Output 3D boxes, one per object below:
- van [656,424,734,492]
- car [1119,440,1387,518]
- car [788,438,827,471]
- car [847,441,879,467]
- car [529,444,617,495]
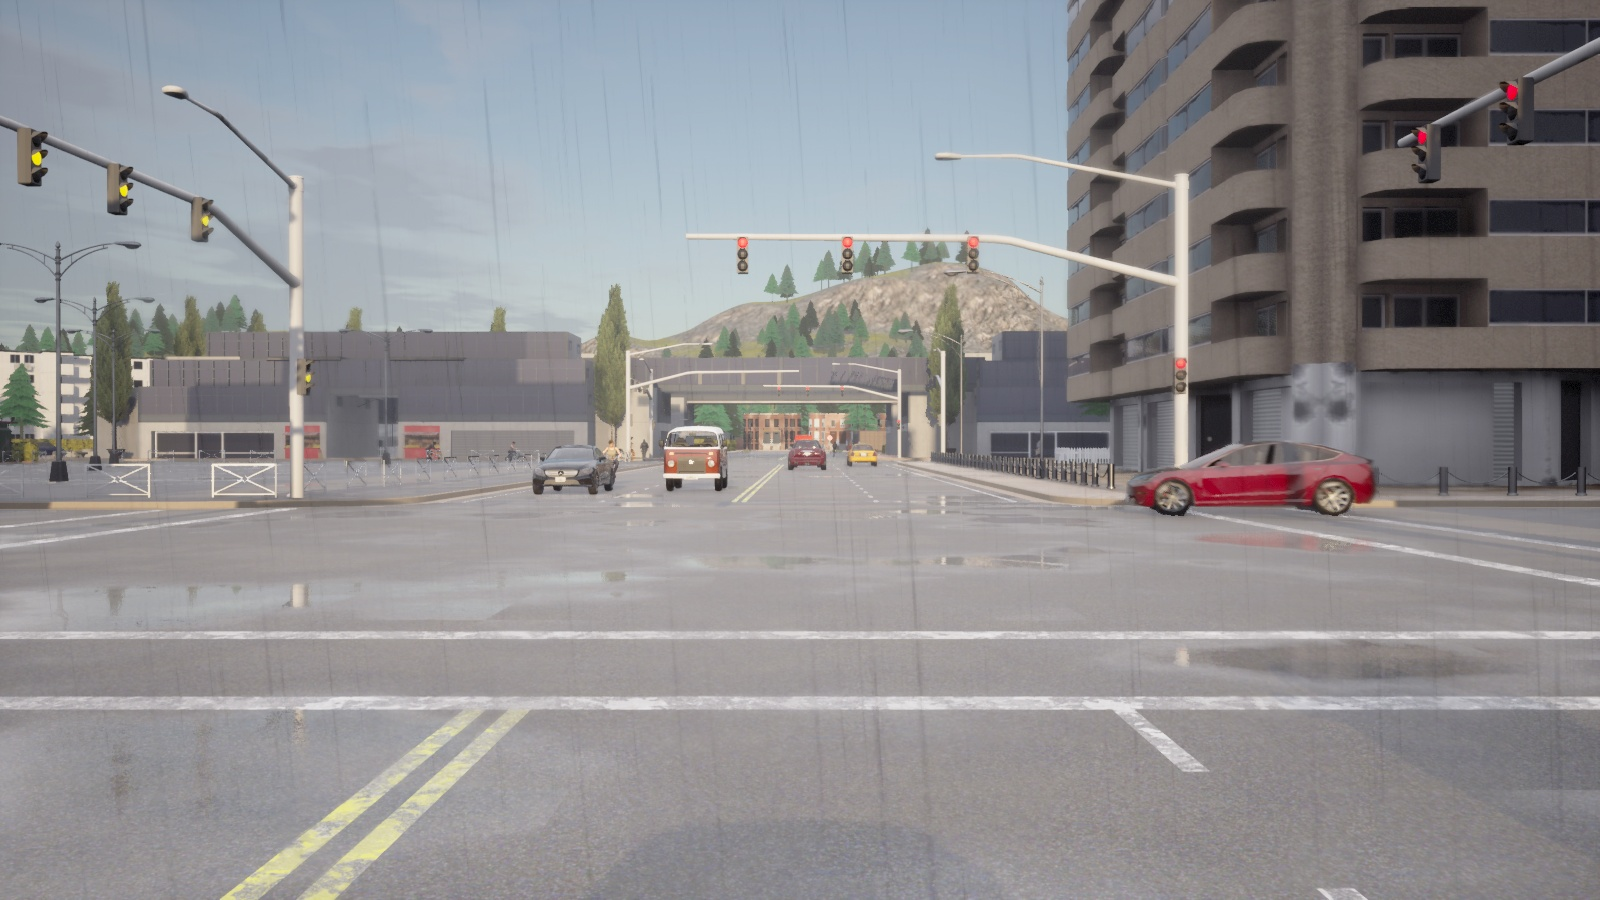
[{"bbox_3d":[-3.262,0.242,39.909,2.069,2.038,4.480,0,0,0],"label":"van"},{"bbox_3d":[9.056,0.566,25.541,4.792,1.488,2.163,0,0,9],"label":"car"},{"bbox_3d":[0.404,0.211,69.817,2.097,1.767,4.553,0,0,0],"label":"car"},{"bbox_3d":[3.962,0.236,80.183,1.801,1.575,5.366,0,0,0],"label":"car"},{"bbox_3d":[-6.774,0.553,37.914,1.812,1.442,4.674,0,0,0],"label":"car"}]
